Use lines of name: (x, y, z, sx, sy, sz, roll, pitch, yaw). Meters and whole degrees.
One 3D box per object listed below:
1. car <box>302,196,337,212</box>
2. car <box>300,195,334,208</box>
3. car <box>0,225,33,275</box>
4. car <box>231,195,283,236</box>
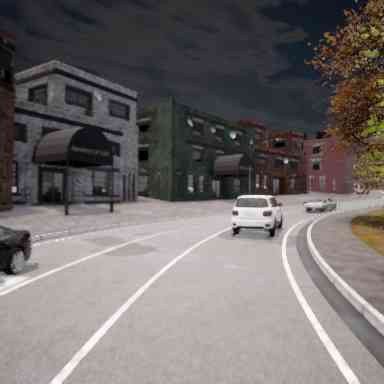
car: (13.670, 1.358, 35.100, 1.895, 1.301, 4.718, -1, 0, 40)
car: (16.357, 1.208, 43.349, 5.357, 1.411, 2.033, -1, 0, -44)
car: (-5.773, 1.447, 7.630, 1.882, 1.535, 5.008, 0, 0, 7)
car: (3.738, 1.182, 18.531, 2.150, 2.045, 5.566, 0, 0, 20)
